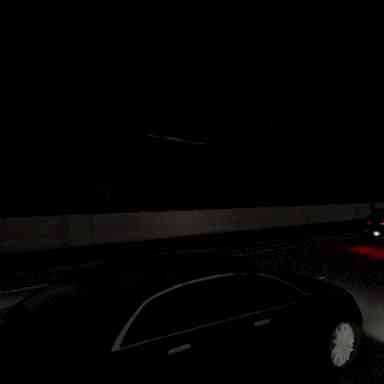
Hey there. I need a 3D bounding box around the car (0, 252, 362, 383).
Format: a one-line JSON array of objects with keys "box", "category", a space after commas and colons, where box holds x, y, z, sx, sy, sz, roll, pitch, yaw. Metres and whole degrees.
[{"box": [0.134, 1.497, 3.936, 4.892, 1.490, 1.837, 0, 0, -37], "category": "car"}]

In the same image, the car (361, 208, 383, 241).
[{"box": [9.677, 1.487, 15.369, 4.892, 1.490, 1.837, 0, 0, -37], "category": "car"}]
